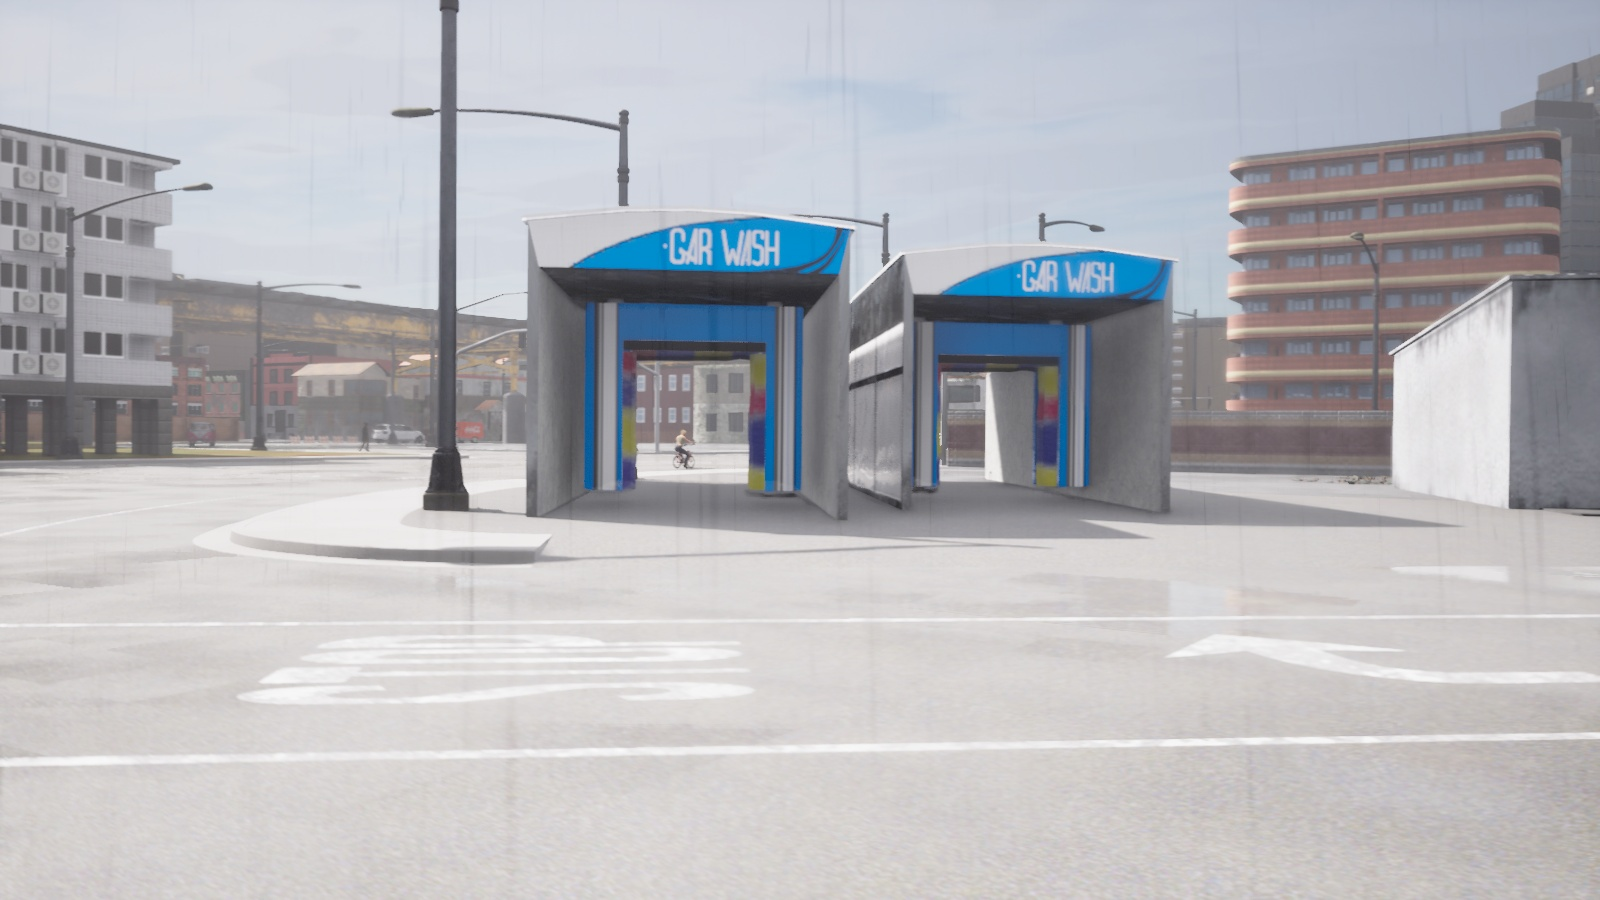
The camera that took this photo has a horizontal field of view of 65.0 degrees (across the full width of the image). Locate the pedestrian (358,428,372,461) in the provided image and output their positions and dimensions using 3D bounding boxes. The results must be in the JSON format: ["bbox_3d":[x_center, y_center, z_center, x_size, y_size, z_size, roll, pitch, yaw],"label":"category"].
[{"bbox_3d":[-25.417,-0.337,73.380,0.692,1.930,0.395,0,1,29],"label":"pedestrian"}]

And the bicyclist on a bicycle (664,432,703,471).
[{"bbox_3d":[-4.819,0.047,51.969,0.866,1.612,1.509,0,1,31],"label":"bicyclist on a bicycle"}]
